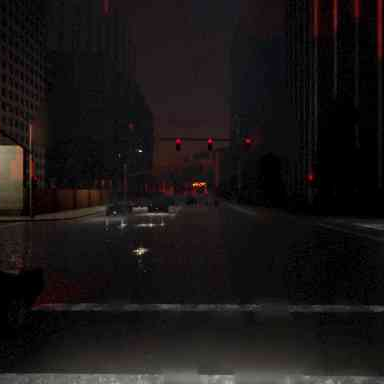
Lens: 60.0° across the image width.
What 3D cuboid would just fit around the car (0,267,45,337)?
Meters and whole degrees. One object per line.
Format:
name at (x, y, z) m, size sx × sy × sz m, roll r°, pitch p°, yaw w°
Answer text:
car at (-3.605, 1.593, 3.820) m, size 1.895 × 1.301 × 4.718 m, roll 0°, pitch 0°, yaw 0°

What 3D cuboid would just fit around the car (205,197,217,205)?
car at (3.395, 1.526, 58.414) m, size 1.812 × 1.442 × 4.674 m, roll 0°, pitch 0°, yaw 0°

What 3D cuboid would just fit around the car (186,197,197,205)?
car at (-0.105, 1.547, 58.407) m, size 2.033 × 1.411 × 5.357 m, roll 0°, pitch 0°, yaw 0°

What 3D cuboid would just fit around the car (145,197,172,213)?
car at (-3.664, 1.564, 36.667) m, size 1.994 × 1.385 × 4.181 m, roll 0°, pitch 0°, yaw 0°

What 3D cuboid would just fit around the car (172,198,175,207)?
car at (-3.654, 1.547, 51.844) m, size 2.033 × 1.411 × 5.357 m, roll 0°, pitch 0°, yaw 0°

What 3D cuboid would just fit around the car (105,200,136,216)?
car at (-7.159, 1.601, 33.031) m, size 1.895 × 1.301 × 4.718 m, roll 0°, pitch 0°, yaw 0°

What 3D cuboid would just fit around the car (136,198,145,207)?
car at (-7.167, 1.564, 47.644) m, size 1.994 × 1.385 × 4.181 m, roll 0°, pitch 0°, yaw 0°
